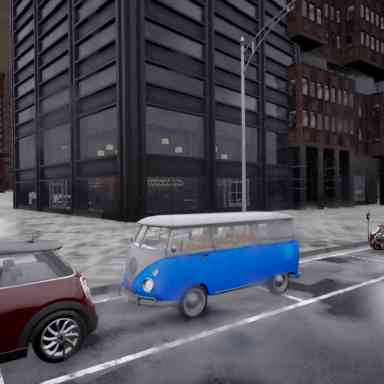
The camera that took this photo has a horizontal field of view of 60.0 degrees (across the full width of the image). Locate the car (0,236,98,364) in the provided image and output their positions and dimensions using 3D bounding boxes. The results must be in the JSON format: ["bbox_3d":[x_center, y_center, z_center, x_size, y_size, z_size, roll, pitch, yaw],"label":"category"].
[{"bbox_3d":[-3.440,1.440,4.209,4.097,1.590,1.967,0,-1,-36],"label":"car"}]

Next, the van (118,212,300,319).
[{"bbox_3d":[0.534,1.339,7.052,3.998,1.788,1.690,0,-1,-36],"label":"van"}]

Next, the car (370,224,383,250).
[{"bbox_3d":[8.629,1.434,12.839,4.097,1.590,1.967,0,-1,-36],"label":"car"}]
